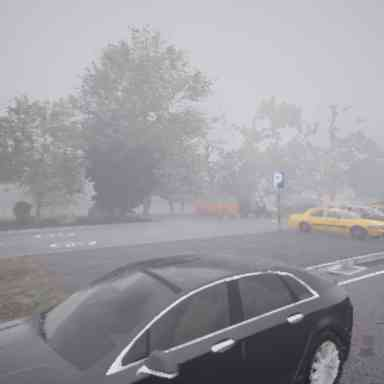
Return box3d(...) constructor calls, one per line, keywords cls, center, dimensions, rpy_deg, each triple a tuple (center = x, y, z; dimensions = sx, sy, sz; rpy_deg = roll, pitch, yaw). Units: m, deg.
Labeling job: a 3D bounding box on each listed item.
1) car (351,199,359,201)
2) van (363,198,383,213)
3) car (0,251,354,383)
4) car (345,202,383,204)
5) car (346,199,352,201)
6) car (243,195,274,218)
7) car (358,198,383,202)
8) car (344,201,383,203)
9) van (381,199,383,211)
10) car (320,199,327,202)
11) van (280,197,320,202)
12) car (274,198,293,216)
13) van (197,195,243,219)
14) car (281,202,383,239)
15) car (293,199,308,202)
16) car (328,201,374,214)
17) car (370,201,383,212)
box3d(cls="car", center=(18.117, 1.923, 41.230), dimensions=(2.097, 1.535, 5.008), rpy_deg=(1, -1, -35))
box3d(cls="van", center=(27.208, 1.926, 47.569), dimensions=(1.878, 1.987, 4.442), rpy_deg=(1, -1, -35))
box3d(cls="car", center=(-0.199, 1.502, 3.542), dimensions=(4.892, 1.490, 1.837), rpy_deg=(0, 0, -36))
box3d(cls="car", center=(9.730, 1.546, 19.208), dimensions=(2.231, 1.521, 4.892), rpy_deg=(1, -1, -35))
box3d(cls="car", center=(15.759, 1.863, 39.550), dimensions=(2.097, 1.535, 5.008), rpy_deg=(1, -1, -35))
box3d(cls="car", center=(4.570, 1.337, 31.619), dimensions=(2.435, 2.045, 5.566), rpy_deg=(1, -1, -35))
box3d(cls="car", center=(14.236, 1.511, 22.450), dimensions=(2.185, 1.767, 4.553), rpy_deg=(1, -1, -35))
box3d(cls="car", center=(11.987, 1.586, 20.817), dimensions=(2.097, 1.535, 5.008), rpy_deg=(1, -1, -35))
box3d(cls="van", center=(31.598, 2.052, 50.697), dimensions=(1.878, 1.987, 4.442), rpy_deg=(2, -1, -35))
box3d(cls="car", center=(13.622, 1.683, 37.995), dimensions=(2.185, 1.767, 4.553), rpy_deg=(1, -1, -35))
box3d(cls="van", center=(11.283, 1.526, 36.511), dimensions=(1.878, 1.987, 4.442), rpy_deg=(1, -1, -35))
box3d(cls="car", center=(6.944, 1.636, 33.050), dimensions=(1.946, 1.575, 5.366), rpy_deg=(1, -1, -35))
box3d(cls="van", center=(2.162, 1.320, 30.014), dimensions=(1.878, 1.987, 4.442), rpy_deg=(1, -1, -35))
box3d(cls="car", center=(7.586, 1.508, 17.446), dimensions=(1.946, 1.575, 5.366), rpy_deg=(1, -1, -35))
box3d(cls="car", center=(9.094, 1.696, 34.800), dimensions=(2.231, 1.521, 4.892), rpy_deg=(1, -1, -35))
box3d(cls="car", center=(20.373, 1.981, 42.836), dimensions=(2.231, 1.521, 4.892), rpy_deg=(1, -1, -35))
box3d(cls="car", center=(29.389, 2.208, 49.273), dimensions=(2.097, 1.535, 5.008), rpy_deg=(1, -1, -35))
